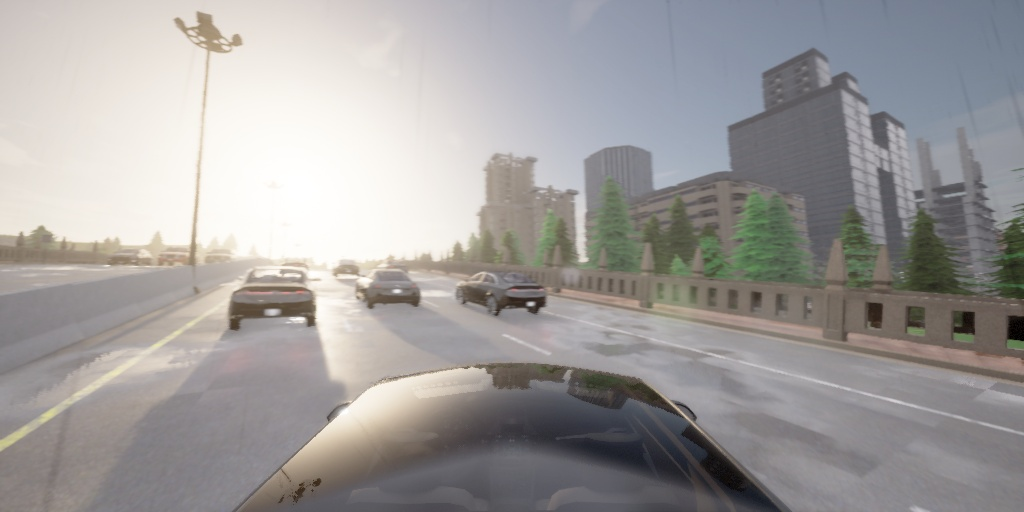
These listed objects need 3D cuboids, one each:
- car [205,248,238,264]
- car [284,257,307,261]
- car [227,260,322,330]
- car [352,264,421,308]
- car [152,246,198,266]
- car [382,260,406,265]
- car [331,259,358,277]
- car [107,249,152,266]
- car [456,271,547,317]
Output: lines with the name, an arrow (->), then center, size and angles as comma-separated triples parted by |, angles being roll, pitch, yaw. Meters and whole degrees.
car -> -31.080, 0.213, 38.534 | 2.150, 2.045, 5.566 | 3, -2, -30
car -> -16.123, 0.800, 26.747 | 2.128, 1.511, 4.902 | 3, -1, -30
car -> -6.666, 1.043, 10.300 | 2.128, 1.511, 4.902 | 3, -1, -30
car -> -5.124, 1.212, 14.630 | 1.994, 1.385, 4.181 | 3, -1, -30
car -> -34.092, 0.052, 36.756 | 2.150, 2.045, 5.566 | 3, -3, -30
car -> -10.068, 1.070, 30.250 | 2.128, 1.511, 4.902 | 3, -1, -30
car -> -13.639, 0.955, 29.442 | 1.812, 1.442, 4.674 | 3, 0, -30
car -> -37.119, 0.057, 34.992 | 2.097, 1.767, 4.553 | 3, -2, -30
car -> -0.588, 1.314, 13.763 | 2.128, 1.511, 4.902 | 3, -1, -30
